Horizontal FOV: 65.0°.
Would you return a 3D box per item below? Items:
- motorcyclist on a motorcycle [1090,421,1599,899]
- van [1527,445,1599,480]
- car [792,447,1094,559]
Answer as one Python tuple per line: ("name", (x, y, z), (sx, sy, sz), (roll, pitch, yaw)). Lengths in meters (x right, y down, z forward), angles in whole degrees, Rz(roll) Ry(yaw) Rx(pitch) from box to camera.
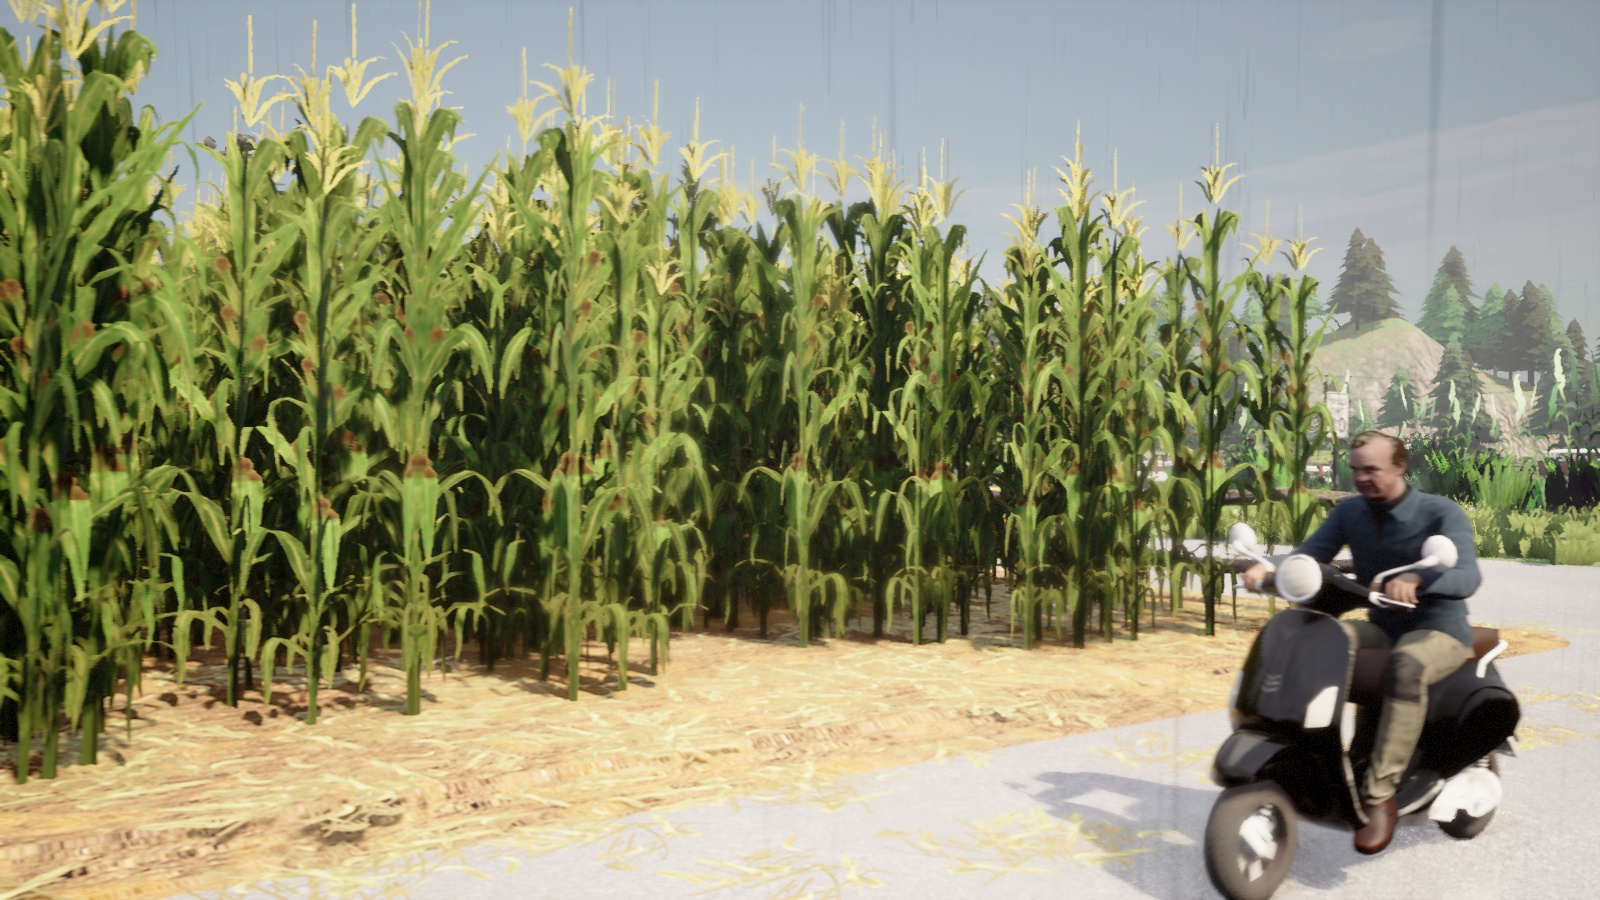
("motorcyclist on a motorcycle", (2.005, 0.714, 4.515), (1.817, 1.590, 0.866), (0, 0, -34))
("van", (46.903, 0.735, 76.125), (2.069, 2.038, 4.480), (0, 0, -29))
("car", (2.131, 0.759, 20.491), (1.801, 1.575, 5.366), (0, 0, -35))
